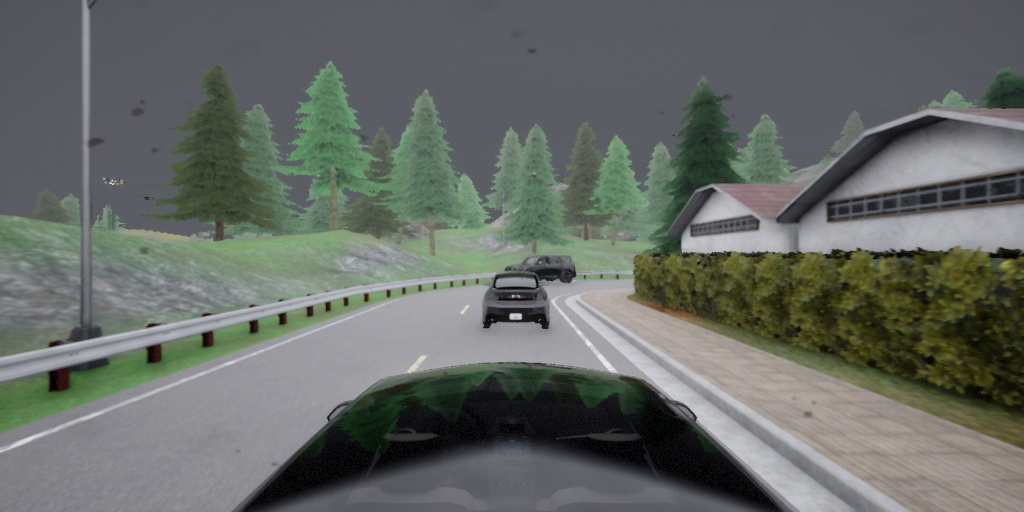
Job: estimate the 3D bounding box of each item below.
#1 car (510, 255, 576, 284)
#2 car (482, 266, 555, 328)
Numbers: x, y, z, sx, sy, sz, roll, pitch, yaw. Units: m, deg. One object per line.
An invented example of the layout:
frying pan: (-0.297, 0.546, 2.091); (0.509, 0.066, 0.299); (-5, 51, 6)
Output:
car: (1.961, 0.948, 25.057); (5.566, 2.045, 2.150); (0, -1, -33)
car: (0.134, 1.251, 11.347); (1.837, 1.490, 4.892); (0, 0, 1)
